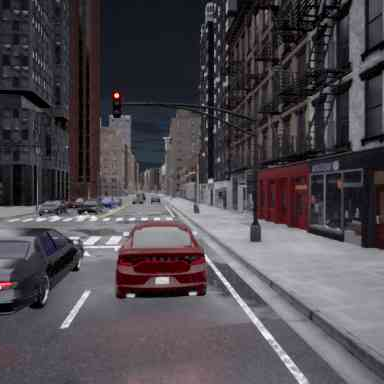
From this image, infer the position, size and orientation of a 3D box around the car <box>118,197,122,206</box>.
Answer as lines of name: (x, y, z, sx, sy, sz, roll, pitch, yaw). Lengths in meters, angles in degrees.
car: (-12.629, 1.513, 54.742, 2.128, 1.511, 4.902, 0, 0, -6)

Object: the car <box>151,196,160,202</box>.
car: (-8.349, 1.570, 75.476, 2.033, 1.411, 5.357, 0, 0, -6)

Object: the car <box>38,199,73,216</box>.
car: (-13.419, 1.515, 32.413, 1.837, 1.490, 4.892, 0, 0, -6)

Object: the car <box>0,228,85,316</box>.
car: (-3.906, 1.547, 7.709, 2.033, 1.411, 5.357, 0, 0, -6)

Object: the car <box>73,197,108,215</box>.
car: (-10.350, 1.558, 34.186, 2.033, 1.411, 5.357, 0, 0, -6)

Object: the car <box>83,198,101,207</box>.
car: (-15.628, 1.621, 52.266, 1.895, 1.301, 4.718, 0, 0, -6)

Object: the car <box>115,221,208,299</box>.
car: (-0.799, 1.477, 8.578, 1.882, 1.535, 5.008, 0, 0, -6)

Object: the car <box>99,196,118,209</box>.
car: (-11.506, 1.494, 44.622, 1.882, 1.535, 5.008, 0, 0, -6)

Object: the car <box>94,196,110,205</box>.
car: (-16.718, 1.516, 62.210, 2.128, 1.511, 4.902, 0, 0, -6)

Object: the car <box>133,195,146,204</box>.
car: (-10.061, 1.625, 62.489, 1.895, 1.301, 4.718, 0, 0, -7)

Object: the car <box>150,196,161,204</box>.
car: (-7.092, 1.531, 65.173, 1.837, 1.490, 4.892, 0, 0, -6)

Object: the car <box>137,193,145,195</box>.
car: (-11.669, 1.256, 75.949, 2.150, 2.045, 5.566, 0, 0, -6)
